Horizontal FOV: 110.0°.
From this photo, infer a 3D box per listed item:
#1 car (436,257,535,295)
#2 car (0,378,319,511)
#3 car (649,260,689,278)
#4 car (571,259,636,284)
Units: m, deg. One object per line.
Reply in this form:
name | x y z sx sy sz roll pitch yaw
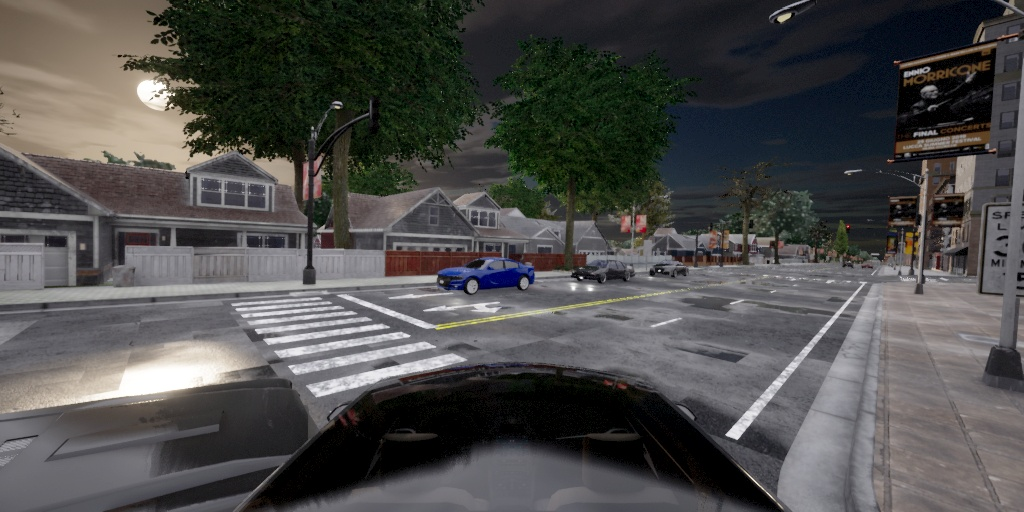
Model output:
car | -1.083 0.809 16.492 5.008 1.535 1.882 0 2 -44
car | -3.313 1.285 1.311 4.718 1.301 1.895 1 2 -34
car | 13.311 1.025 30.301 4.181 1.385 1.994 1 2 -44
car | 6.098 0.942 23.396 5.357 1.411 2.033 0 2 -44
